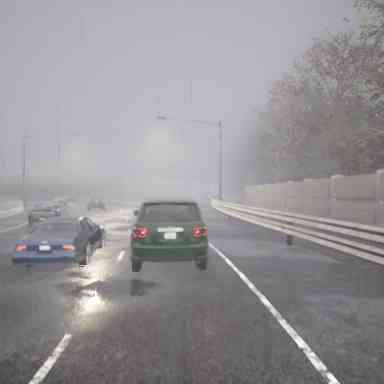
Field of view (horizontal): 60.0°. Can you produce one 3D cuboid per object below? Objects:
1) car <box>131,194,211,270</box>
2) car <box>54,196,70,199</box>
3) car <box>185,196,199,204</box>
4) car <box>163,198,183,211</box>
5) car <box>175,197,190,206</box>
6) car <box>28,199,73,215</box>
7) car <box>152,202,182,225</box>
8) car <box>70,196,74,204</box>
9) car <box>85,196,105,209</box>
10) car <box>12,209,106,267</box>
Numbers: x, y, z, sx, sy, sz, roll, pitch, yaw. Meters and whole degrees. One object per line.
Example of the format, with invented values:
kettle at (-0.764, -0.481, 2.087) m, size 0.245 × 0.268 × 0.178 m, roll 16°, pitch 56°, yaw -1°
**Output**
car at (-0.786, 1.200, 11.115) m, size 2.150 × 2.045 × 5.566 m, roll 0°, pitch 0°, yaw -5°
car at (-19.431, 1.474, 48.737) m, size 1.812 × 1.442 × 4.674 m, roll 0°, pitch 0°, yaw -27°
car at (0.012, 1.469, 63.313) m, size 1.895 × 1.301 × 4.718 m, roll 0°, pitch 0°, yaw 8°
car at (-2.197, 1.486, 39.624) m, size 1.994 × 1.385 × 4.181 m, roll 0°, pitch 0°, yaw 1°
car at (-1.447, 1.456, 52.514) m, size 1.994 × 1.385 × 4.181 m, roll 0°, pitch 0°, yaw 5°
car at (-9.792, 1.469, 22.791) m, size 2.128 × 1.511 × 4.902 m, roll 0°, pitch 0°, yaw -13°
car at (-1.825, 1.516, 24.542) m, size 1.994 × 1.385 × 4.181 m, roll 0°, pitch 0°, yaw -3°
car at (-23.243, 1.436, 61.671) m, size 1.837 × 1.490 × 4.892 m, roll 0°, pitch 0°, yaw -35°
car at (-12.024, 1.294, 41.097) m, size 2.097 × 1.767 × 4.553 m, roll 0°, pitch 0°, yaw -22°
car at (-4.209, 1.534, 11.349) m, size 2.033 × 1.411 × 5.357 m, roll 0°, pitch 0°, yaw -6°
